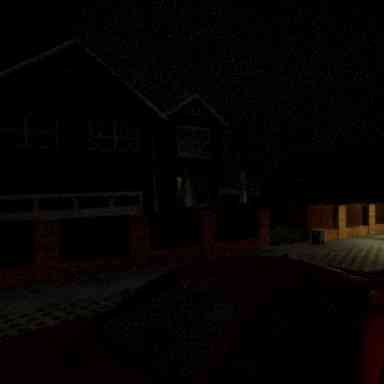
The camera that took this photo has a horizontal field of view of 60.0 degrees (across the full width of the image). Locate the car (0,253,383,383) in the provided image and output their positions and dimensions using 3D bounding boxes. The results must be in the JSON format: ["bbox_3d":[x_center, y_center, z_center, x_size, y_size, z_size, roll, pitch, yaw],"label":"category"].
[{"bbox_3d":[0.375,1.462,3.281,5.008,1.535,1.882,0,0,-35],"label":"car"}]
